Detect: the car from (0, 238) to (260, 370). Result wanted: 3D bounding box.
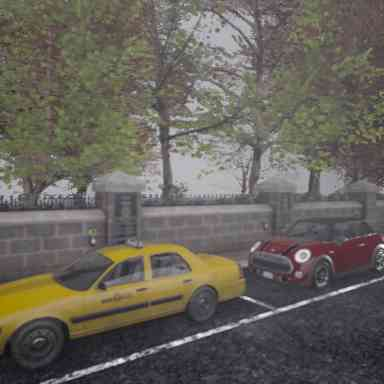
[{"bbox_3d":[-1.226,1.522,5.682,4.829,1.417,1.752,0,0,-36],"label":"car"}]

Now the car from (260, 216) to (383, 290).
[{"bbox_3d":[3.421,1.429,8.998,4.097,1.590,1.967,0,0,-36],"label":"car"}]
